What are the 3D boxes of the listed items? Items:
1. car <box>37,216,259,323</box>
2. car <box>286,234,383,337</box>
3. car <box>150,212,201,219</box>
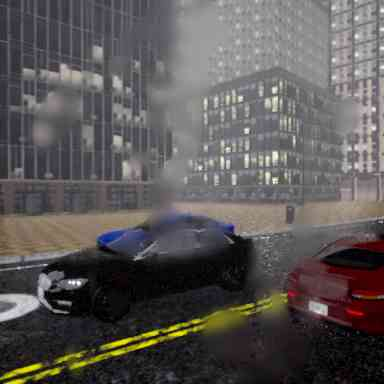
[{"bbox_3d":[-0.670,1.494,7.277,4.902,1.511,2.128,0,0,-36],"label":"car"},{"bbox_3d":[3.685,1.519,6.216,4.674,1.442,1.812,0,0,-37],"label":"car"},{"bbox_3d":[-0.713,1.480,11.275,5.008,1.535,1.882,0,0,-37],"label":"car"}]
